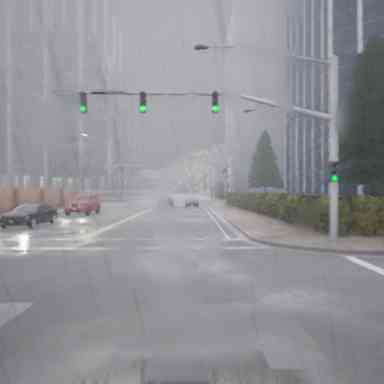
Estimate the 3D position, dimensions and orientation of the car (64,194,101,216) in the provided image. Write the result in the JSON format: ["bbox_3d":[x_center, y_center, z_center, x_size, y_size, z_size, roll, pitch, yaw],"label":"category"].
[{"bbox_3d":[-10.584,1.179,32.650,2.150,2.045,5.566,0,0,0],"label":"car"}]

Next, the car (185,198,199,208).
[{"bbox_3d":[0.019,1.518,46.979,1.895,1.301,4.718,0,0,0],"label":"car"}]

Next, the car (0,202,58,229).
[{"bbox_3d":[-10.594,1.460,21.980,1.882,1.535,5.008,0,0,0],"label":"car"}]

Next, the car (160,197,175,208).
[{"bbox_3d":[-3.482,1.426,46.838,1.837,1.490,4.892,0,1,0],"label":"car"}]
